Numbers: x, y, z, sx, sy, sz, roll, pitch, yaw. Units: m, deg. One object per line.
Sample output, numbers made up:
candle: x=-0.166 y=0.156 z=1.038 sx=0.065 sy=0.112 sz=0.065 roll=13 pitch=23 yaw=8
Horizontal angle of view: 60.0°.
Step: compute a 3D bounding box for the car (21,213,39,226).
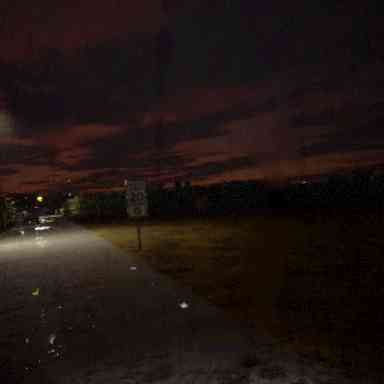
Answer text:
car: x=-19.345 y=3.231 z=39.829 sx=1.895 sy=1.301 sz=4.718 roll=-4 pitch=-1 yaw=-24
